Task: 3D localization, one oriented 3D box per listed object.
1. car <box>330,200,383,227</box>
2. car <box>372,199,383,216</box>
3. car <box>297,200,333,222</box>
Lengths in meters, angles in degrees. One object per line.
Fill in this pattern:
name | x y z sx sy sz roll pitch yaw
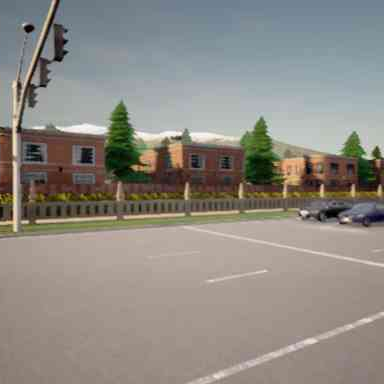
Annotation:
car | 11.341 1.393 21.456 4.674 1.442 1.812 0 0 -32
car | 18.931 1.352 30.376 5.357 1.411 2.033 0 0 -32
car | 9.921 1.350 24.697 4.902 1.511 2.128 0 0 -32
